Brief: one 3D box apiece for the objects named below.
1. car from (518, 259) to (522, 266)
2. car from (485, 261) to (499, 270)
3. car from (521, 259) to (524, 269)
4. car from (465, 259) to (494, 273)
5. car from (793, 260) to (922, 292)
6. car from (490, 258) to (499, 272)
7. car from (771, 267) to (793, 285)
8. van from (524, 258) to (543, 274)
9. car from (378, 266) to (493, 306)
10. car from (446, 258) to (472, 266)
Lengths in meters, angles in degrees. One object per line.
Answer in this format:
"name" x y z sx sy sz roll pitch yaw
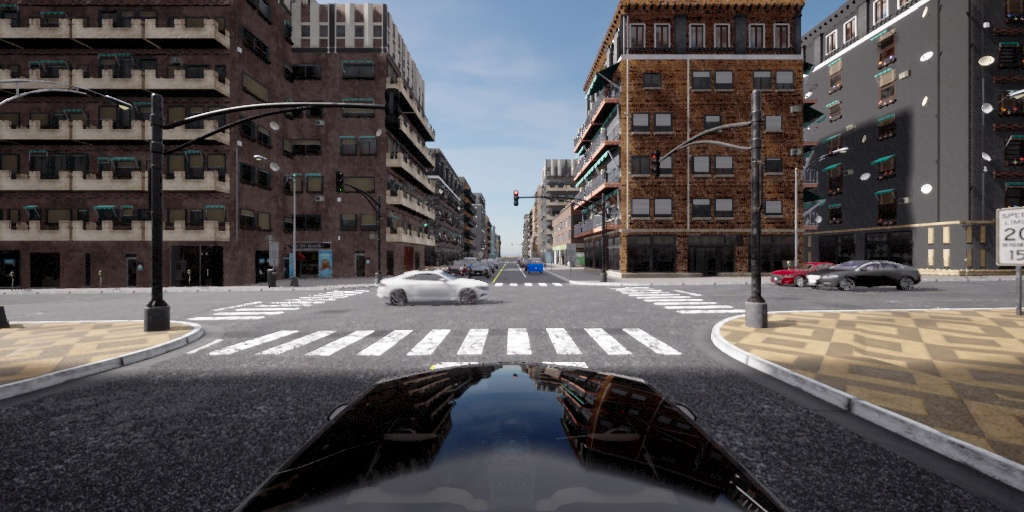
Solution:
"car" 2.432 1.323 58.228 1.948 1.339 4.313 0 0 0
"car" -2.959 1.358 53.366 1.895 1.301 4.718 0 0 0
"car" 2.551 1.302 47.066 1.888 1.381 4.507 0 0 0
"car" -2.922 1.261 33.173 1.837 1.490 4.892 0 0 0
"car" 17.829 0.983 18.352 4.902 1.511 2.128 -1 0 0
"car" -2.952 1.304 43.075 2.033 1.411 5.357 0 0 -1
"car" 17.555 1.041 20.816 4.507 1.381 1.888 0 0 0
"van" 2.601 1.097 40.863 1.690 1.789 3.998 0 0 0
"car" -3.336 1.310 15.445 4.674 1.442 1.812 -1 0 0
"car" -5.526 1.196 35.883 1.967 1.591 4.097 0 0 0
